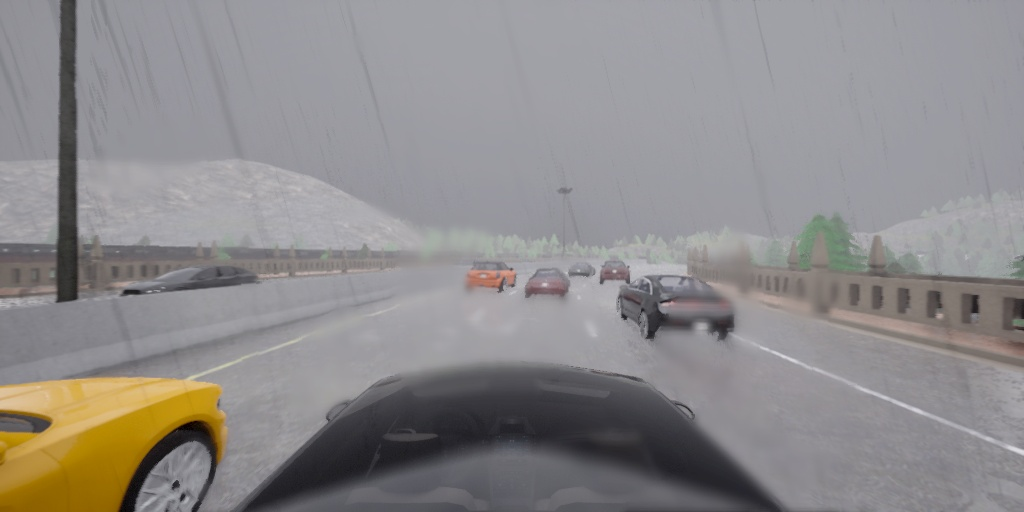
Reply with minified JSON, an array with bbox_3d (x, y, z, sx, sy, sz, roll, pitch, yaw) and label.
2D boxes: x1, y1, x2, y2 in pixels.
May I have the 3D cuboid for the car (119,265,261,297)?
[{"bbox_3d":[-12.995,1.165,14.921,1.837,1.490,4.892,0,0,8],"label":"car"}]

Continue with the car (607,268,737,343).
[{"bbox_3d":[4.176,1.255,9.832,2.128,1.511,4.902,0,0,6],"label":"car"}]

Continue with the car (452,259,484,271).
[{"bbox_3d":[-5.976,1.134,49.228,1.882,1.535,5.008,0,0,27],"label":"car"}]

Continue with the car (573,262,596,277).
[{"bbox_3d":[6.852,1.310,34.767,1.994,1.385,4.181,0,0,21],"label":"car"}]

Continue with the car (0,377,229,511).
[{"bbox_3d":[-3.285,1.210,0.927,1.882,1.535,5.008,0,0,0],"label":"car"}]

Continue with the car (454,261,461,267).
[{"bbox_3d":[-4.171,1.190,35.831,1.837,1.490,4.892,0,0,21],"label":"car"}]

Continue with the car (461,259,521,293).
[{"bbox_3d":[-1.071,1.071,20.974,2.097,1.767,4.553,0,0,12],"label":"car"}]

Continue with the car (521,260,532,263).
[{"bbox_3d":[1.948,1.255,56.188,1.994,1.385,4.181,0,0,32],"label":"car"}]

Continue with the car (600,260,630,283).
[{"bbox_3d":[7.907,1.113,27.432,2.097,1.767,4.553,0,0,17],"label":"car"}]

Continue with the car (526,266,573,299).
[{"bbox_3d":[1.892,1.304,18.114,1.994,1.385,4.181,0,0,11],"label":"car"}]
